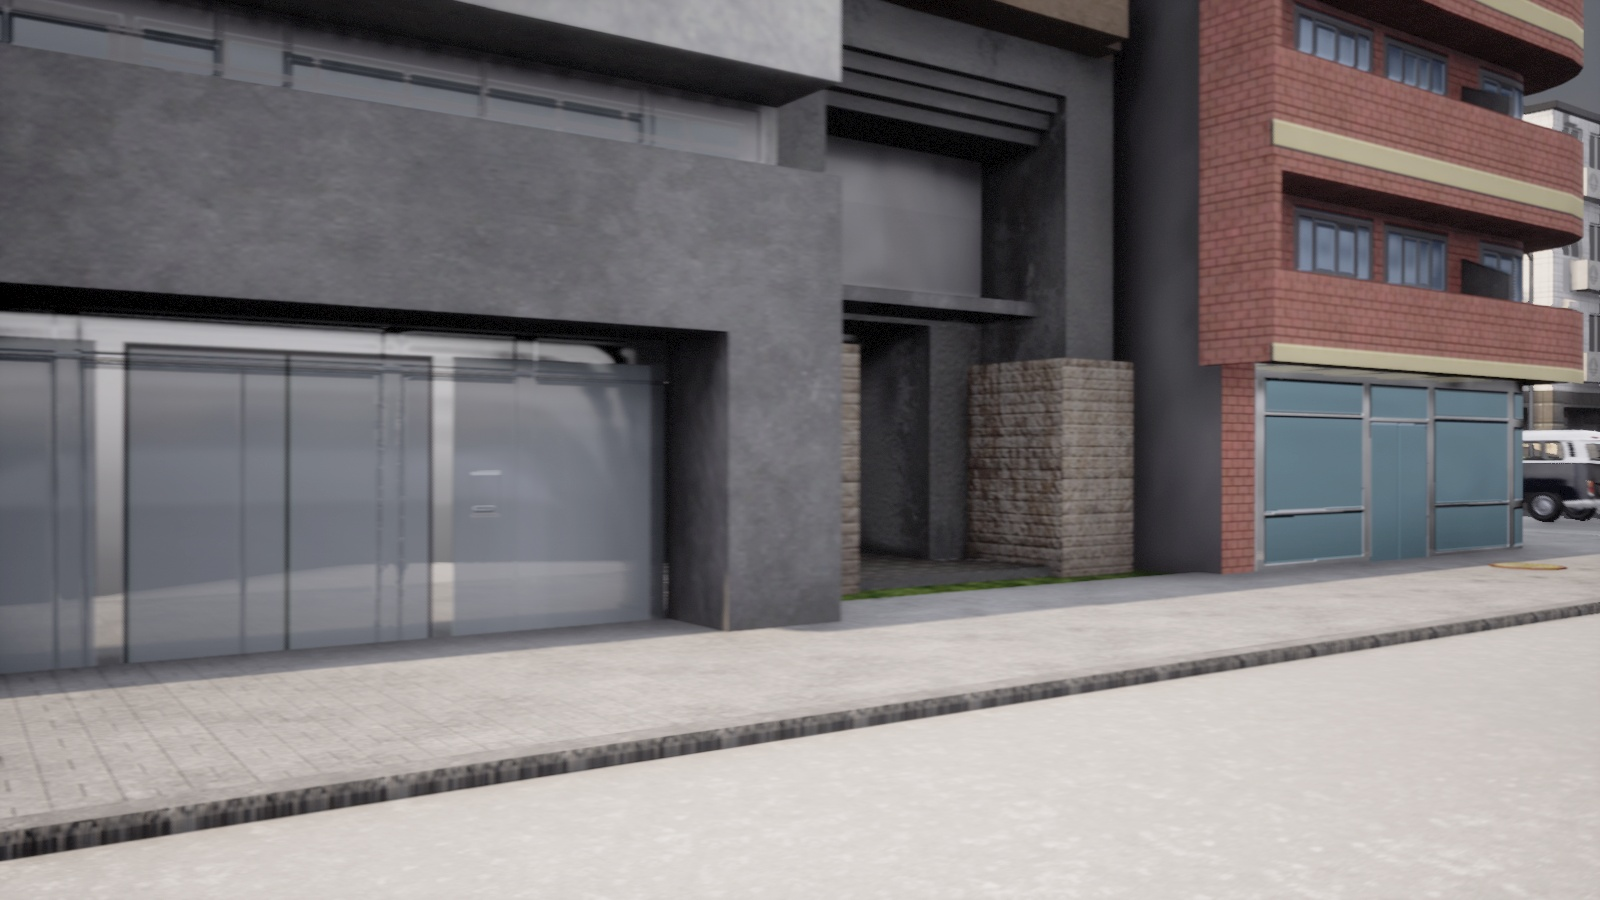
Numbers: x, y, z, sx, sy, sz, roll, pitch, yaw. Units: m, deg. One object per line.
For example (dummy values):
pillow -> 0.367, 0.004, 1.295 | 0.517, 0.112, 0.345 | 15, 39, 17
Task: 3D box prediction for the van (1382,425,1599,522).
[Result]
van -> 16.104, 0.505, 28.913 | 2.069, 2.038, 4.480 | 0, 0, -33
